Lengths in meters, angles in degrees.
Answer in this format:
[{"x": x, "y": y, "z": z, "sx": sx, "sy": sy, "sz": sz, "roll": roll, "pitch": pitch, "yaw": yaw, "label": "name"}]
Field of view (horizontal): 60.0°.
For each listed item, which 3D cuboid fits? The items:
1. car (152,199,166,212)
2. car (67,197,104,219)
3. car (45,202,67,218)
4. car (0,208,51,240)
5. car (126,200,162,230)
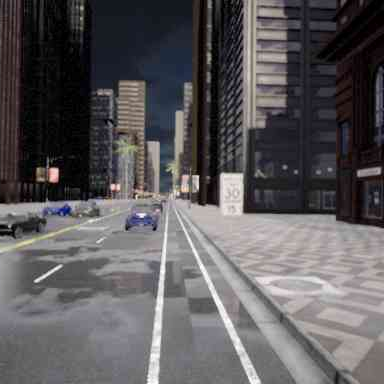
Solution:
[{"x": -5.196, "y": 2.163, "z": 49.243, "sx": 1.837, "sy": 1.490, "sz": 4.892, "roll": 1, "pitch": -1, "yaw": -4, "label": "car"}, {"x": -10.723, "y": 1.717, "z": 33.821, "sx": 2.097, "sy": 1.767, "sz": 4.553, "roll": 1, "pitch": -1, "yaw": -4, "label": "car"}, {"x": -14.051, "y": 1.821, "z": 34.937, "sx": 1.882, "sy": 1.535, "sz": 5.008, "roll": 1, "pitch": -1, "yaw": -4, "label": "car"}, {"x": -9.684, "y": 1.752, "z": 18.177, "sx": 1.895, "sy": 1.301, "sz": 4.718, "roll": 1, "pitch": -1, "yaw": -4, "label": "car"}, {"x": -3.448, "y": 1.657, "z": 23.813, "sx": 2.097, "sy": 1.767, "sz": 4.553, "roll": 1, "pitch": -1, "yaw": -4, "label": "car"}]
